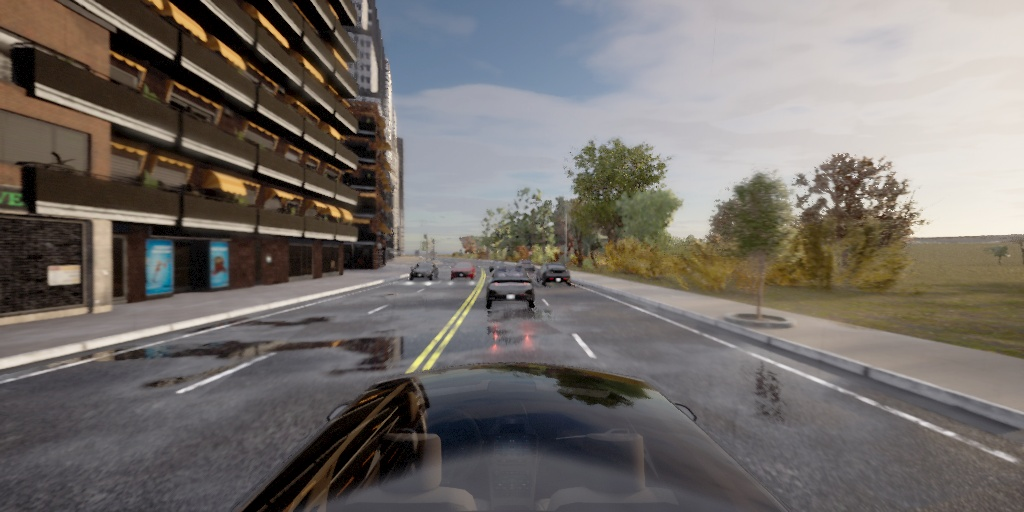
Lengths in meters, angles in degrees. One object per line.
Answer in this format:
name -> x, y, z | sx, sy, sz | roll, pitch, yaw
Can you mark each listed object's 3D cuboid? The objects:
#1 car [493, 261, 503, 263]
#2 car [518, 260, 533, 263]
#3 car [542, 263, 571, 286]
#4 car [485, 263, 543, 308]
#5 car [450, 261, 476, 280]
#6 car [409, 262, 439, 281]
car -> -1.737, 1.271, 43.558 | 1.994, 1.385, 4.181 | 0, 0, -5
car -> 1.571, 1.190, 43.027 | 2.128, 1.511, 4.902 | 0, 0, -5
car -> 2.777, 1.226, 24.674 | 1.837, 1.490, 4.892 | 0, 0, -3
car -> -0.109, 1.229, 15.117 | 2.128, 1.511, 4.902 | 0, 0, -2
car -> -4.132, 1.230, 30.797 | 1.882, 1.535, 5.008 | 0, 0, -3
car -> -7.370, 1.265, 30.483 | 1.837, 1.490, 4.892 | 0, 0, -3
